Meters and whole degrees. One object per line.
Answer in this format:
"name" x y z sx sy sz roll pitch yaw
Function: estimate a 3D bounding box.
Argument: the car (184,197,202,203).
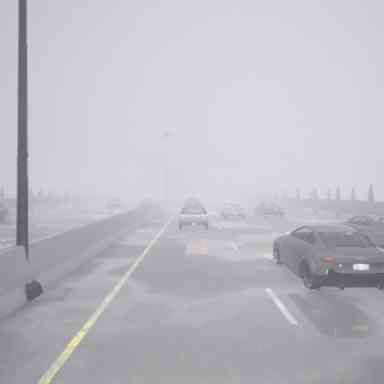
"car" 0.100 1.399 40.562 2.097 1.767 4.553 0 0 0

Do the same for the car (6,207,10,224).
"car" -14.097 1.371 21.960 2.097 1.767 4.553 0 0 0

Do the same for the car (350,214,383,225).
"car" 7.100 1.571 13.102 1.994 1.385 4.181 0 0 0

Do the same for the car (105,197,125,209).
"car" -10.571 1.562 45.874 1.837 1.490 4.892 0 -1 0

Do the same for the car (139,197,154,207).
"car" -7.055 1.543 52.449 1.882 1.535 5.008 0 0 0

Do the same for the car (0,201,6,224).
"car" -7.101 1.224 7.836 2.150 2.045 5.566 0 0 0

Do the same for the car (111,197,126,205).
"car" -14.023 1.642 63.292 1.812 1.442 4.674 0 0 0

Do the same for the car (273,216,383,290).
"car" 3.600 1.567 9.089 1.994 1.385 4.181 0 0 0

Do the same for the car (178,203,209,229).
"car" 0.100 1.619 21.968 1.895 1.301 4.718 0 0 0

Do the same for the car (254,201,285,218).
"car" 7.100 1.579 30.828 2.033 1.411 5.357 0 0 0

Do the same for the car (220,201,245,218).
"car" 3.587 1.556 29.936 1.812 1.442 4.674 0 0 0
